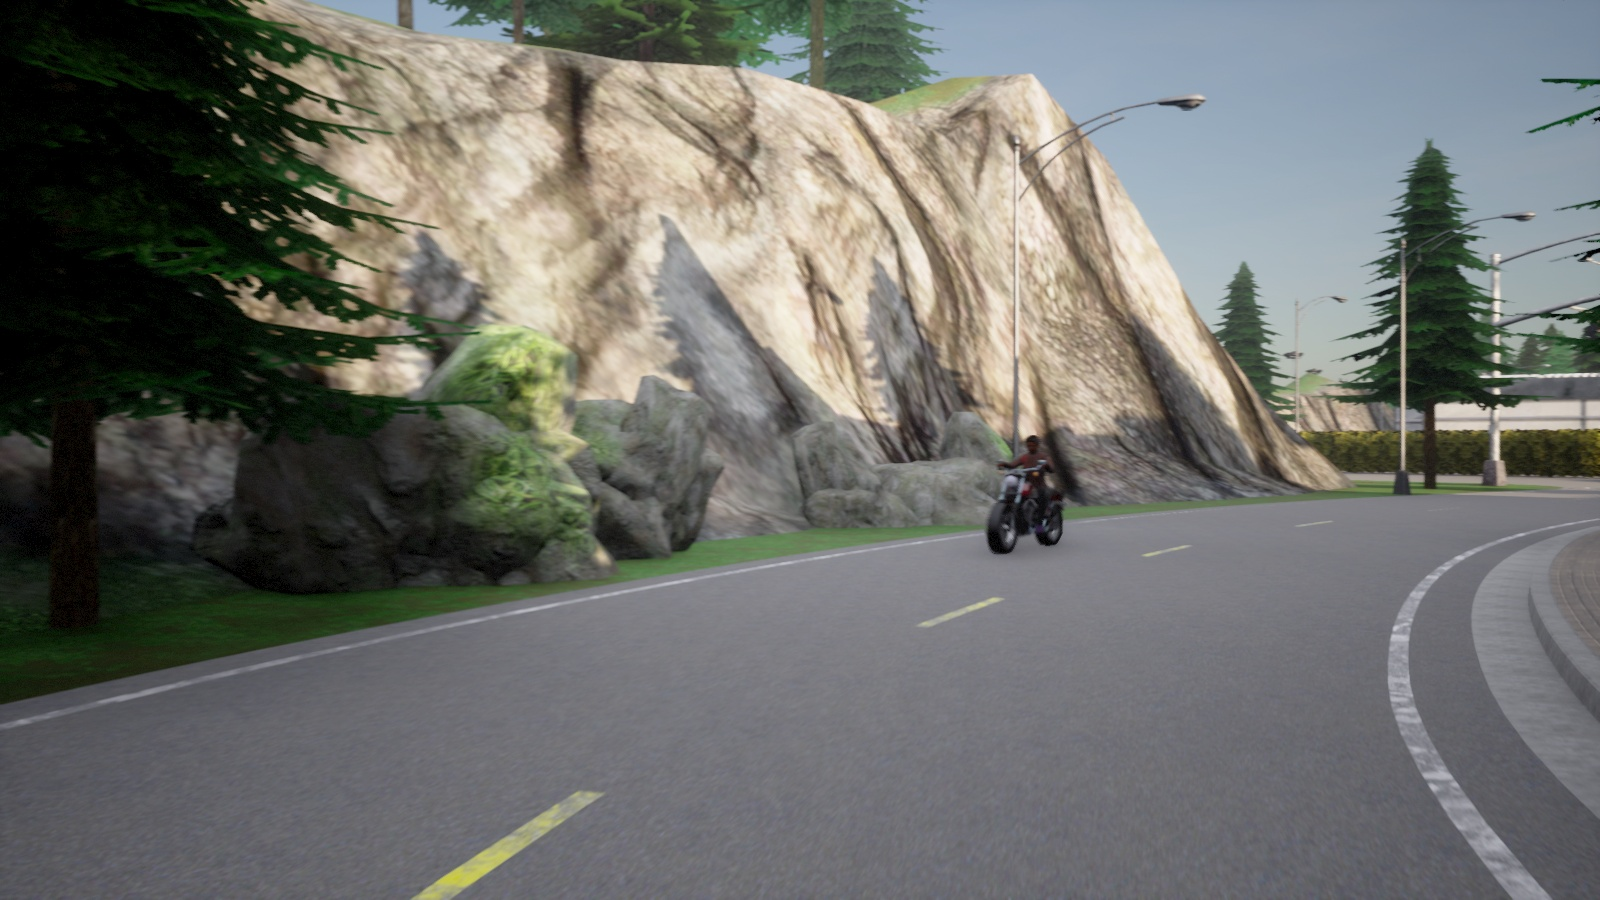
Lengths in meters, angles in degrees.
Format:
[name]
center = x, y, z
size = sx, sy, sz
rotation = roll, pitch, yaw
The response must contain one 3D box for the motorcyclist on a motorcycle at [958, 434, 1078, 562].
[motorcyclist on a motorcycle]
center = 3.049, 0.606, 17.372
size = 0.766, 1.649, 2.350
rotation = 1, 1, 33
